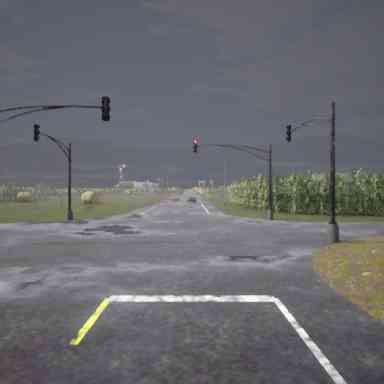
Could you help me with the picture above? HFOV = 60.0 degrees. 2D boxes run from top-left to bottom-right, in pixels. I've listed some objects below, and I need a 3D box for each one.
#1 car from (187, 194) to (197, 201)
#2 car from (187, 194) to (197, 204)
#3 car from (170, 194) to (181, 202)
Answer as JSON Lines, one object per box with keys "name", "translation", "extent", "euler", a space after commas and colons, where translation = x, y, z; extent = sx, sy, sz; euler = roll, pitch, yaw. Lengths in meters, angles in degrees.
{"name": "car", "translation": [0.000, 1.328, 79.802], "extent": [2.128, 1.511, 4.902], "euler": [0, 0, 0]}
{"name": "car", "translation": [0.000, 1.437, 63.976], "extent": [1.837, 1.490, 4.892], "euler": [0, 0, 0]}
{"name": "car", "translation": [-3.500, 1.204, 71.081], "extent": [2.097, 1.767, 4.553], "euler": [0, 0, 0]}
